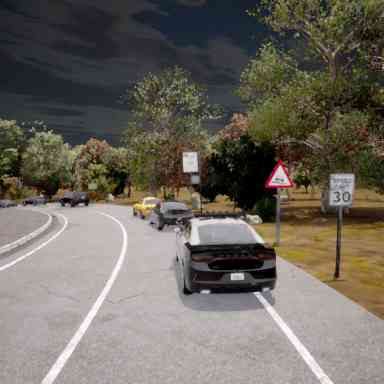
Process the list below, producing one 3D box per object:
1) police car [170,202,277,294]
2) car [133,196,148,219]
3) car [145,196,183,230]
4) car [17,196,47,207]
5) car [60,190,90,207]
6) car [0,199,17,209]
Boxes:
[{"bbox_3d":[0.582,1.309,8.694,1.930,1.638,5.238,-1,1,-6],"label":"police car"},{"bbox_3d":[-3.227,1.076,25.015,1.801,1.575,5.366,-2,1,-20],"label":"car"},{"bbox_3d":[-1.262,1.216,18.863,1.837,1.490,4.892,-2,1,-15],"label":"car"},{"bbox_3d":[-25.157,1.393,53.045,4.902,1.511,2.128,-2,3,34],"label":"car"},{"bbox_3d":[-15.428,0.863,43.657,2.150,2.045,5.566,-5,3,-41],"label":"car"},{"bbox_3d":[-28.678,1.814,51.260,4.181,1.385,1.994,-3,3,36],"label":"car"}]
